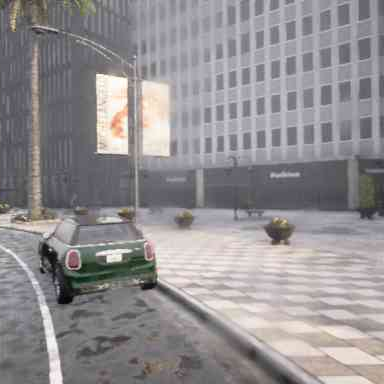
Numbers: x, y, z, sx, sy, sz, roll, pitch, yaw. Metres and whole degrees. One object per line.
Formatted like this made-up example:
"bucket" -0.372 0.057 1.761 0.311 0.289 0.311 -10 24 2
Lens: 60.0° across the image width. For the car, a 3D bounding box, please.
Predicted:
"car" -2.663 1.387 8.625 2.097 1.767 4.553 -1 0 -30
